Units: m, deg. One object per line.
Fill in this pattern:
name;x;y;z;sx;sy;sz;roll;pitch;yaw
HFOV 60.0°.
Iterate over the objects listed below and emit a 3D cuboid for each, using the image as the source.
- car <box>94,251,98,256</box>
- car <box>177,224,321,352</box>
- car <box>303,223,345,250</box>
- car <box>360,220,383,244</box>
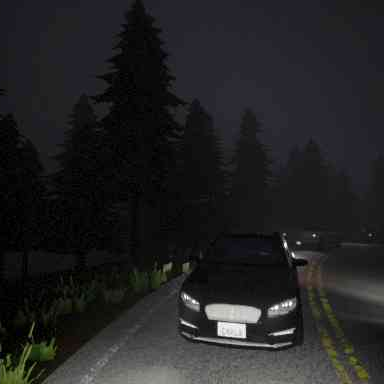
car;-20.222;13.650;73.007;4.181;1.381;1.994;-2;-5;31
car;1.138;1.562;6.627;2.128;1.511;4.902;-1;-2;15
car;6.533;2.311;17.745;1.895;1.301;4.718;-3;-6;39
car;15.906;3.230;26.486;5.566;2.045;2.150;8;-8;-28
